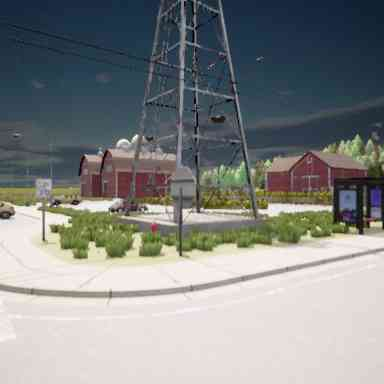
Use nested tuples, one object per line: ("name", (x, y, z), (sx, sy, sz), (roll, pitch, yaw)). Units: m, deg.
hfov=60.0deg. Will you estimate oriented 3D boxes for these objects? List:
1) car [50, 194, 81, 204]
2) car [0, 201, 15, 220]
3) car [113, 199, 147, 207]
("car", (-19.988, 1.249, 52.591), (4.605, 1.855, 1.932), (0, 0, -36))
("car", (-16.253, 1.446, 25.995), (4.193, 1.474, 1.816), (0, 0, -36))
("car", (-6.573, 1.463, 34.553), (3.905, 1.438, 1.784), (0, 0, -36))
